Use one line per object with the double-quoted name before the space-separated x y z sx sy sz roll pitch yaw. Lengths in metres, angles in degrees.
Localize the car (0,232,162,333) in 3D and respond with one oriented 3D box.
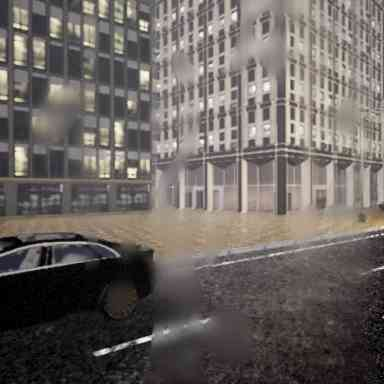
"car" -2.883 1.495 5.671 4.902 1.511 2.128 0 0 -36
